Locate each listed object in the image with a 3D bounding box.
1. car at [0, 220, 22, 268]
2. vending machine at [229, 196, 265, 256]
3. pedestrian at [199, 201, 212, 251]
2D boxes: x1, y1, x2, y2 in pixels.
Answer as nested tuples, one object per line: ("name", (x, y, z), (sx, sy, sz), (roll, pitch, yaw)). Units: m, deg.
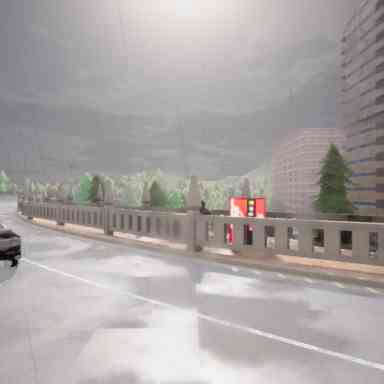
("car", (-6.890, 1.491, 10.242), (4.902, 1.511, 2.128), (0, 0, 44))
("vending machine", (2.065, 1.195, 12.419), (0.880, 2.100, 1.100), (0, 0, 41))
("pedestrian", (0.439, 1.141, 11.839), (0.375, 1.860, 0.375), (0, 0, 41))
